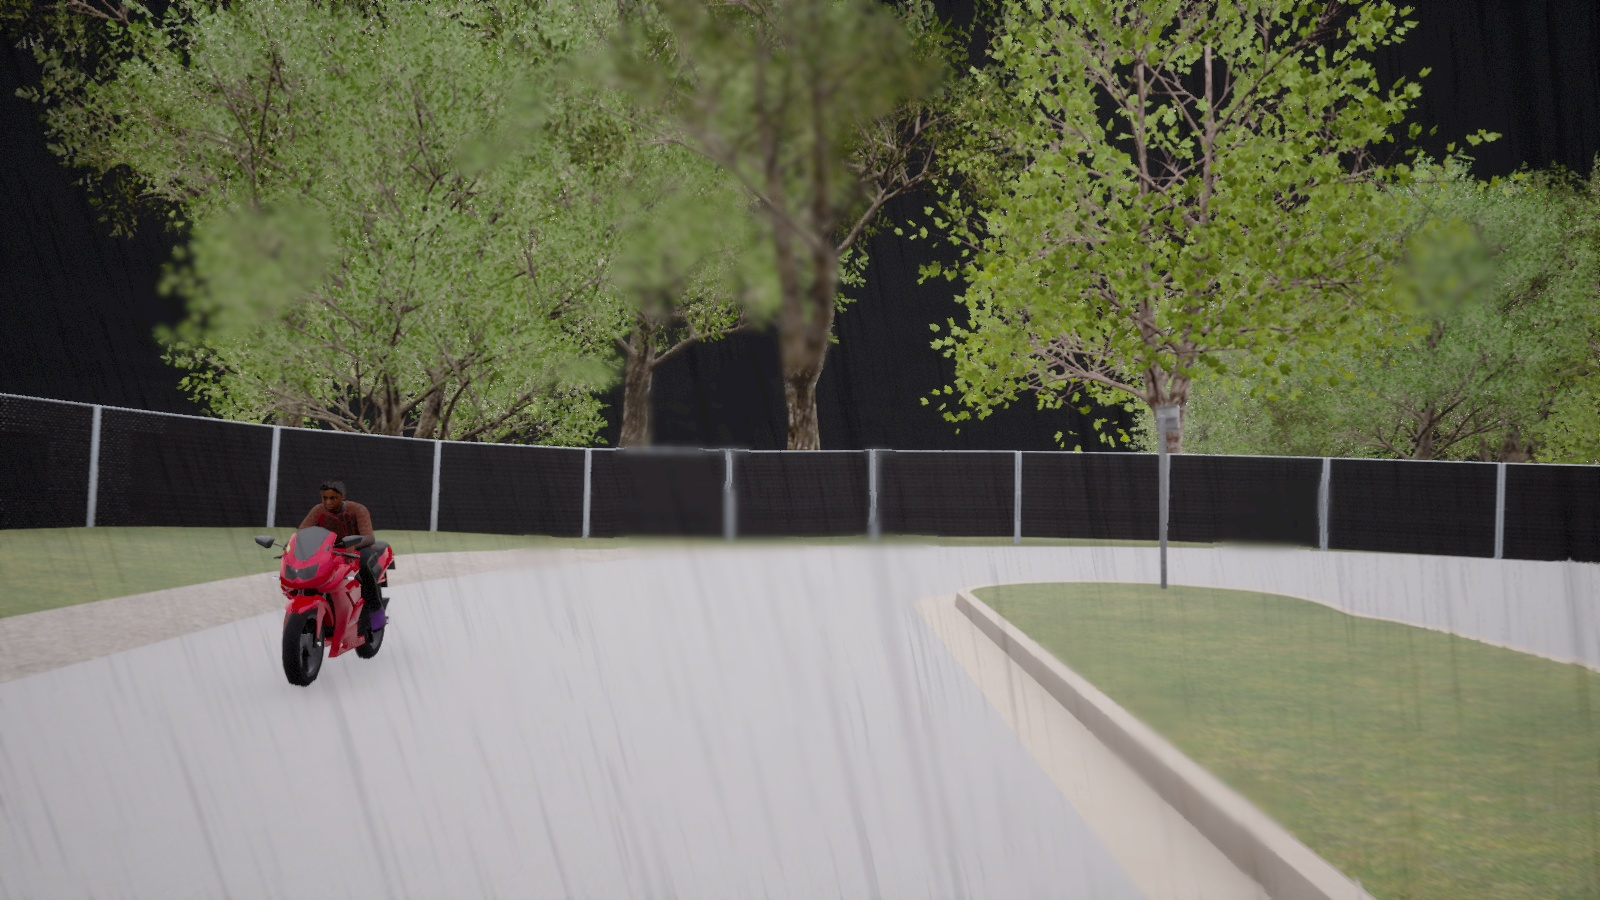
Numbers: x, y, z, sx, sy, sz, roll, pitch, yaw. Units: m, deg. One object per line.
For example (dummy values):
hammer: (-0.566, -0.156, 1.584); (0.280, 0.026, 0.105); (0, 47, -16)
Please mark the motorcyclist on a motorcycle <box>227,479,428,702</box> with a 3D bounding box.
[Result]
motorcyclist on a motorcycle: (-3.585, 0.999, 9.751); (0.797, 1.523, 2.044); (-1, -1, -1)
